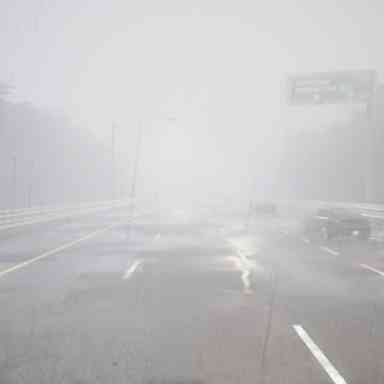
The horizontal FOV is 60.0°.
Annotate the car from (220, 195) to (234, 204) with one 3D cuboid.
[{"bbox_3d":[7.060,1.519,64.933,1.812,1.442,4.674,0,0,0],"label":"car"}]

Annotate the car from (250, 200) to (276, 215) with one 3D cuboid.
[{"bbox_3d":[7.029,1.490,33.313,1.882,1.535,5.008,0,0,0],"label":"car"}]

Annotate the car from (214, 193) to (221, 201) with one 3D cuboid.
[{"bbox_3d":[7.082,1.523,80.041,1.812,1.442,4.674,0,0,0],"label":"car"}]

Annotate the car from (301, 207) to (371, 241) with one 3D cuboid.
[{"bbox_3d":[7.011,1.505,16.656,1.837,1.490,4.892,0,0,0],"label":"car"}]
